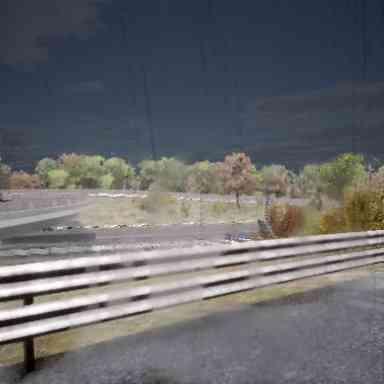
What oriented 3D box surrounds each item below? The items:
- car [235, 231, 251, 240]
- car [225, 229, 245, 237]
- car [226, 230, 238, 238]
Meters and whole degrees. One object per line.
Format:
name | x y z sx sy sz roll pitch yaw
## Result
car | 11.793 9.319 68.865 4.181 1.385 1.994 0 0 -17
car | 9.732 9.302 75.554 4.181 1.385 1.994 0 0 -17
car | 10.762 9.298 72.209 5.357 1.411 2.033 0 0 -17
